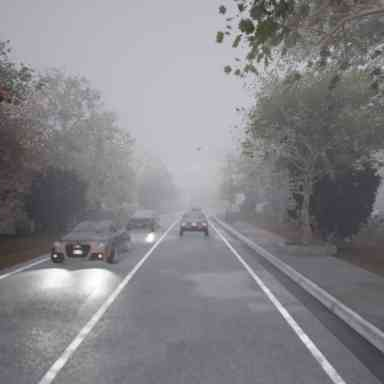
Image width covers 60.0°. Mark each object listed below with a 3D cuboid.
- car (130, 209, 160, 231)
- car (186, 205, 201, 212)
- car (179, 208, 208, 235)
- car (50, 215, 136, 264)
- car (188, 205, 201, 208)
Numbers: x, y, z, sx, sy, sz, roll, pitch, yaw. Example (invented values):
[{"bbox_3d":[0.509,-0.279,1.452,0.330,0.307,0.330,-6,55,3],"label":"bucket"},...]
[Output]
[{"bbox_3d":[-3.542,2.047,24.970,1.882,1.535,5.008,0,-2,0],"label":"car"},{"bbox_3d":[0.414,3.463,70.332,2.128,1.511,4.902,1,-2,14],"label":"car"},{"bbox_3d":[0.119,2.032,22.121,2.033,1.411,5.357,0,-2,0],"label":"car"},{"bbox_3d":[-3.565,1.753,12.405,1.994,1.385,4.181,0,-2,0],"label":"car"},{"bbox_3d":[0.496,2.656,45.590,2.128,1.511,4.902,0,-3,2],"label":"car"}]
